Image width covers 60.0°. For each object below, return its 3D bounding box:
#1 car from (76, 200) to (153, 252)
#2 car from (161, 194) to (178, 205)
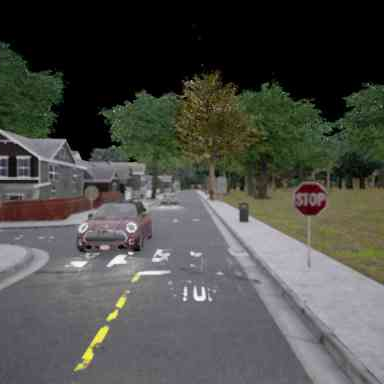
[{"bbox_3d":[-2.749,1.146,12.706,2.097,1.767,4.553,0,0,0],"label":"car"},{"bbox_3d":[-2.707,0.894,40.403,1.895,1.301,4.718,0,1,0],"label":"car"}]
